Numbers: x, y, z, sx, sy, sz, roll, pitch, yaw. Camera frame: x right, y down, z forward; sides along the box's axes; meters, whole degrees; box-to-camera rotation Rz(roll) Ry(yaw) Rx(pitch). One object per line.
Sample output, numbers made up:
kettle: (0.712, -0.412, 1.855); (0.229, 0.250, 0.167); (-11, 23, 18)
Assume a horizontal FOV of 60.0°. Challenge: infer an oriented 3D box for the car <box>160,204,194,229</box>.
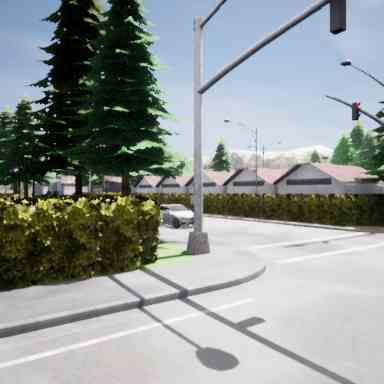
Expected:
car: (-1.181, 1.538, 22.233); (1.812, 1.442, 4.674); (0, 1, -36)
